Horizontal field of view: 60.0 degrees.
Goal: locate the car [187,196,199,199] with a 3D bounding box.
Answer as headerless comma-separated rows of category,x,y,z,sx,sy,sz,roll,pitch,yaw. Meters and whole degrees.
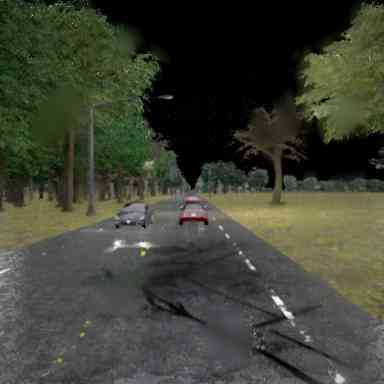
car,0.104,1.294,41.597,1.882,1.535,5.008,0,0,0

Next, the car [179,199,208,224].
car,0.109,1.464,23.766,1.994,1.385,4.181,0,0,0

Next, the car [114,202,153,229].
car,-3.592,1.416,21.185,1.837,1.490,4.892,0,0,0
